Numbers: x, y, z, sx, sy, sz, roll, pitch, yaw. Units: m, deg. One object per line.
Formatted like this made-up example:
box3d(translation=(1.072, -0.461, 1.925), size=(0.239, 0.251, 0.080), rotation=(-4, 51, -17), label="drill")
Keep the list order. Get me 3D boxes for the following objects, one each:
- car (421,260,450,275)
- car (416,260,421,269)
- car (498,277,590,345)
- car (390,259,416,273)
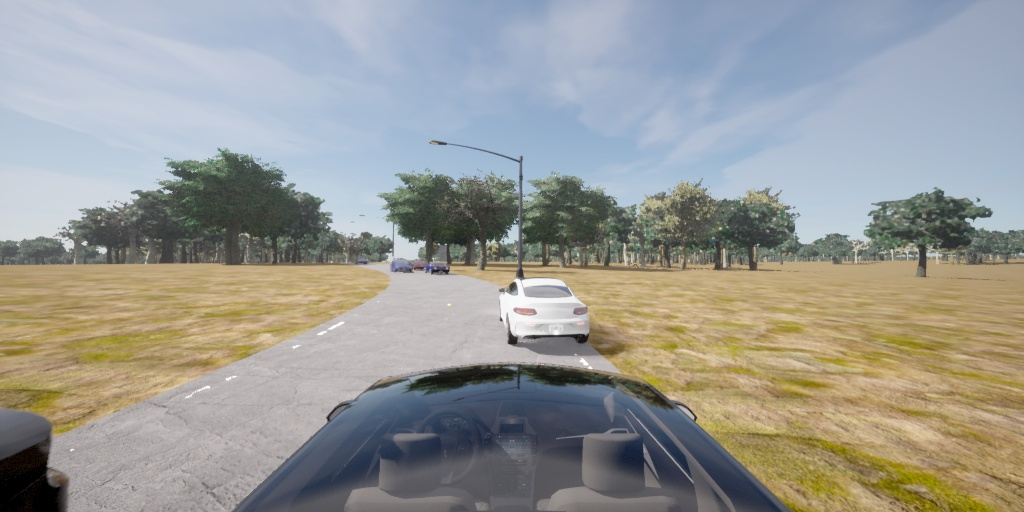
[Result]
box3d(translation=(-7.992, 1.246, 37.928), size=(1.895, 1.301, 4.718), rotation=(1, 0, -24), label="car")
box3d(translation=(-12.234, 1.139, 46.434), size=(1.994, 1.385, 4.181), rotation=(1, 0, -30), label="car")
box3d(translation=(0.665, 1.277, 9.483), size=(1.812, 1.442, 4.674), rotation=(0, 0, -5), label="car")
box3d(translation=(-12.206, 1.106, 39.408), size=(1.812, 1.442, 4.674), rotation=(1, 0, -26), label="car")
